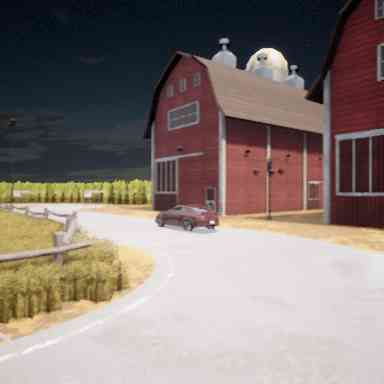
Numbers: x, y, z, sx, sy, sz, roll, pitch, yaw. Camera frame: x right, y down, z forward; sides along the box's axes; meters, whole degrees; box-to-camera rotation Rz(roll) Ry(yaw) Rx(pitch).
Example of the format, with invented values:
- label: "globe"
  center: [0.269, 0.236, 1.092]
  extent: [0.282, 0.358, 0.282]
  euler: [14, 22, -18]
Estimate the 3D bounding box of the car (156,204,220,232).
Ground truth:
- label: "car"
  center: [-0.322, 1.455, 19.682]
  extent: [1.812, 1.442, 4.674]
  euler: [0, 0, -38]
